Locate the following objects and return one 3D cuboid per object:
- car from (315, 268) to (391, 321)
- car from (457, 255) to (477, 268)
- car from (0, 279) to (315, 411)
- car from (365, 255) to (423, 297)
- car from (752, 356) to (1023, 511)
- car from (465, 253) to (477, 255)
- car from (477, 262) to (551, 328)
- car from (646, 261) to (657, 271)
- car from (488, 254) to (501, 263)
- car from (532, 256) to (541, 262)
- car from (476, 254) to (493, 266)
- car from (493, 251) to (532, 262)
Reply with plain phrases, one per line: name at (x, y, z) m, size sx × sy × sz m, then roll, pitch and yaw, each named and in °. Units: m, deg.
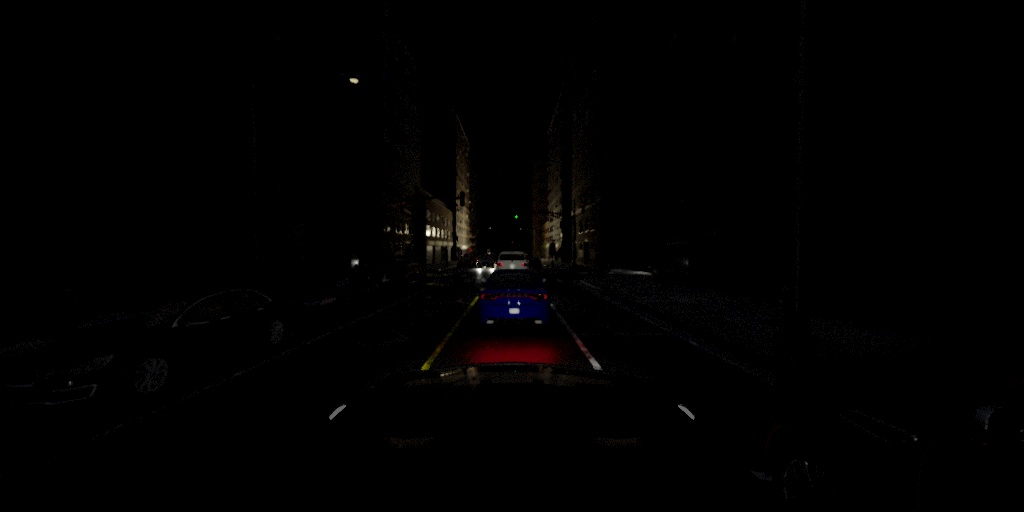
car at (-5.687, 1.203, 11.769) m, size 1.802 × 1.307 × 4.207 m, roll 0°, pitch 0°, yaw 0°
car at (-5.755, 0.810, 44.348) m, size 1.802 × 1.307 × 4.207 m, roll 0°, pitch 0°, yaw 0°
car at (-5.676, 1.242, 6.186) m, size 2.007 × 1.370 × 4.403 m, roll 0°, pitch 0°, yaw 0°
car at (-5.699, 0.866, 17.350) m, size 2.192 × 1.841 × 5.009 m, roll 0°, pitch 0°, yaw 0°
car at (2.861, 1.079, 0.644) m, size 2.192 × 1.841 × 5.009 m, roll 0°, pitch 0°, yaw 0°
car at (-5.767, 0.479, 49.912) m, size 2.192 × 1.841 × 5.009 m, roll 0°, pitch 0°, yaw 0°
car at (0.058, 1.110, 10.952) m, size 1.882 × 1.535 × 5.008 m, roll 0°, pitch 1°, yaw 0°
car at (14.619, 0.805, 32.971) m, size 4.181 × 1.385 × 1.994 m, roll 0°, pitch 1°, yaw 0°
car at (-3.149, 0.489, 64.900) m, size 2.128 × 1.511 × 4.902 m, roll 0°, pitch 1°, yaw 0°
car at (2.770, 0.811, 44.393) m, size 1.802 × 1.307 × 4.207 m, roll 0°, pitch 0°, yaw 0°
car at (-3.189, 0.748, 44.883) m, size 1.812 × 1.442 × 4.674 m, roll 0°, pitch 1°, yaw -3°
car at (0.022, 0.684, 25.468) m, size 2.150 × 2.045 × 5.566 m, roll 0°, pitch 1°, yaw 0°
